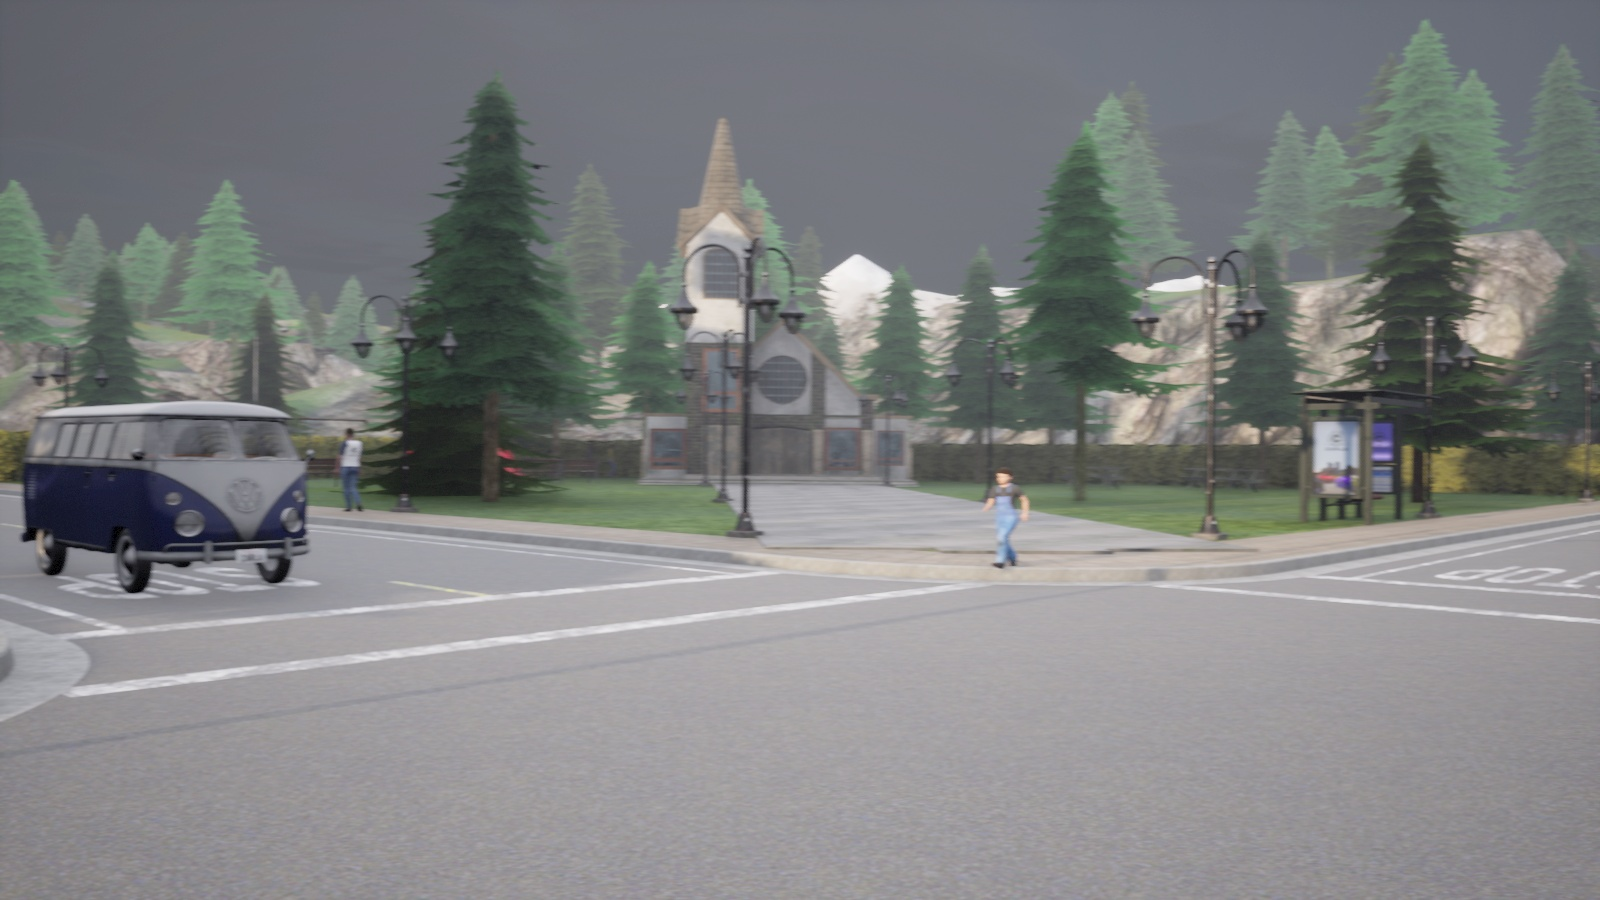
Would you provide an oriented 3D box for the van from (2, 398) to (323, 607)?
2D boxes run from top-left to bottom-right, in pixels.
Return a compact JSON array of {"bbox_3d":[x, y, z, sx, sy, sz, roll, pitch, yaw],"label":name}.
[{"bbox_3d":[-7.295,0.495,14.146,4.442,1.987,1.775,0,0,43],"label":"van"}]

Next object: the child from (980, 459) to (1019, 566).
[{"bbox_3d":[2.403,0.743,15.114,0.270,1.263,0.437,0,0,42],"label":"child"}]

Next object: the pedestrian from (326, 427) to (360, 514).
[{"bbox_3d":[-9.769,0.430,26.842,0.706,1.836,0.354,0,0,38],"label":"pedestrian"}]

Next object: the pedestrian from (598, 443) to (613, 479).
[{"bbox_3d":[-9.871,0.547,63.813,0.706,1.836,0.354,0,0,-1],"label":"pedestrian"}]
